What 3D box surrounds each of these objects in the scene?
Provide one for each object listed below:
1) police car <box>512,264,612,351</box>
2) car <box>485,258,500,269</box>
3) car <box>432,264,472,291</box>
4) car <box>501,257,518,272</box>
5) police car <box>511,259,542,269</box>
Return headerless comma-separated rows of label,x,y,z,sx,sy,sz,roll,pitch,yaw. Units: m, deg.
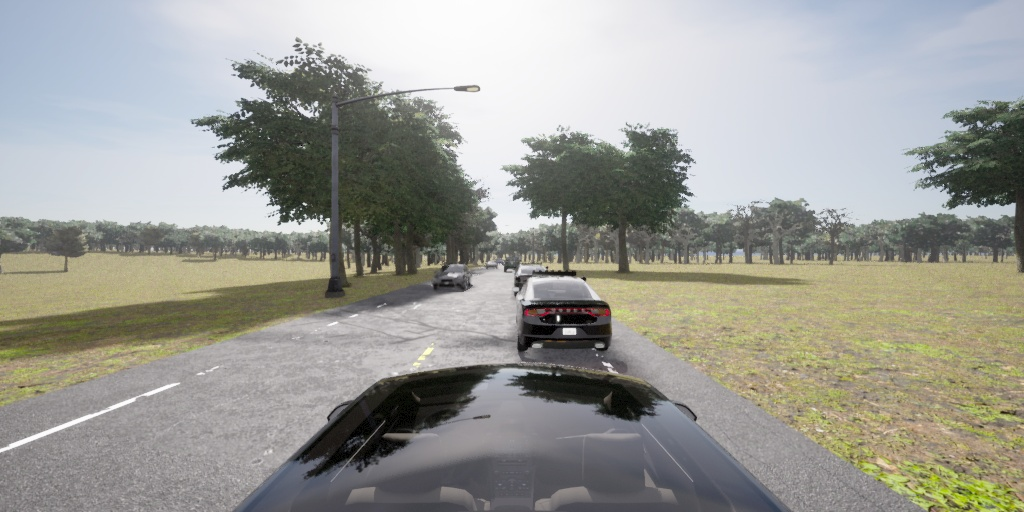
police car,1.048,1.173,9.126,1.930,1.638,5.238,0,0,0
car,-3.586,1.578,63.387,1.994,1.385,4.181,0,0,0
car,-3.606,1.254,22.228,1.837,1.490,4.892,0,0,0
car,0.018,1.105,48.488,2.150,2.045,5.566,0,-1,0
police car,1.045,1.172,19.128,1.930,1.638,5.238,0,0,0
